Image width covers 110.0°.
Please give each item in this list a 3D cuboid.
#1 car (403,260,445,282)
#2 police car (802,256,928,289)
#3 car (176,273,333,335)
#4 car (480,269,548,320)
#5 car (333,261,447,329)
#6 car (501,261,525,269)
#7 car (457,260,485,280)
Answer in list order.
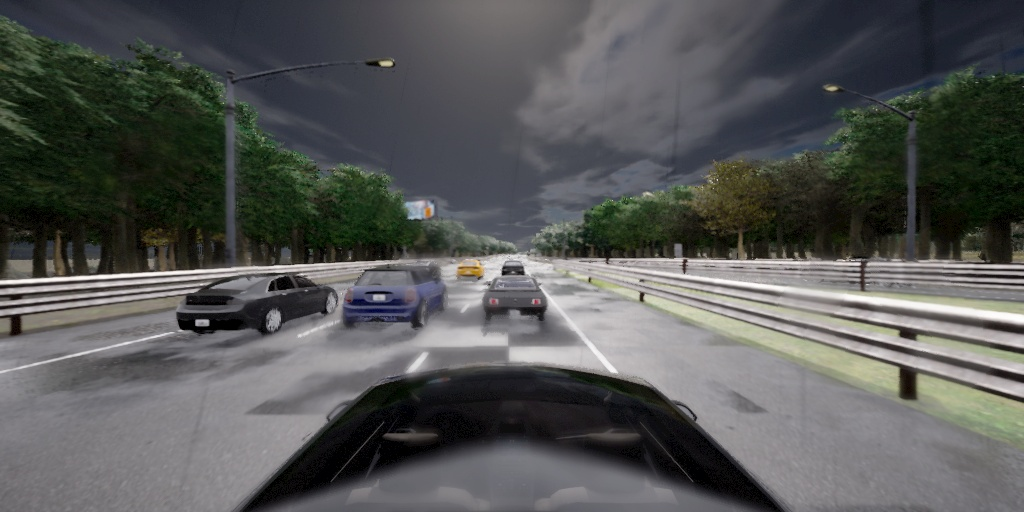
[{"bbox_3d":[-6.912,1.140,28.687,2.128,1.511,4.902,0,0,0],"label":"car"},{"bbox_3d":[19.036,0.822,19.735,1.930,1.638,5.238,0,0,-19],"label":"police car"},{"bbox_3d":[-6.903,1.233,10.411,1.837,1.490,4.892,0,0,0],"label":"car"},{"bbox_3d":[0.089,1.320,12.411,1.895,1.301,4.718,0,0,0],"label":"car"},{"bbox_3d":[-3.404,1.076,11.304,2.097,1.767,4.553,0,0,0],"label":"car"},{"bbox_3d":[0.087,1.121,30.310,1.882,1.535,5.008,0,0,0],"label":"car"},{"bbox_3d":[-3.412,1.121,30.325,1.882,1.535,5.008,0,0,0],"label":"car"}]
